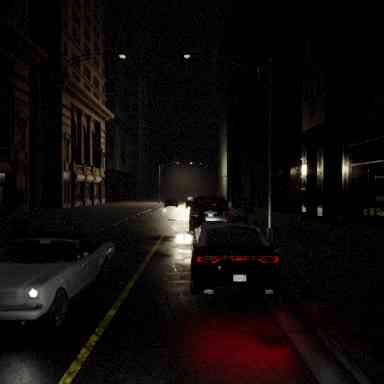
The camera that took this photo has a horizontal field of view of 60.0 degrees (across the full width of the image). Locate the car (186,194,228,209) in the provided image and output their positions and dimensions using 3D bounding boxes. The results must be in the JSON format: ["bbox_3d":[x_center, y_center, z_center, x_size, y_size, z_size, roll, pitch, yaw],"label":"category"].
[{"bbox_3d":[0.917,1.230,18.796,2.150,2.045,5.566,0,0,0],"label":"car"}]

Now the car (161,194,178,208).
[{"bbox_3d":[-2.955,1.495,47.477,1.882,1.535,5.008,0,0,0],"label":"car"}]

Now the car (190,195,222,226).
[{"bbox_3d":[0.923,1.234,24.797,2.150,2.045,5.566,0,0,0],"label":"car"}]

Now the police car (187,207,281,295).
[{"bbox_3d":[0.906,1.425,8.876,1.930,1.638,5.238,0,0,0],"label":"police car"}]

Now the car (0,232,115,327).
[{"bbox_3d":[-3.096,1.600,7.120,1.895,1.301,4.718,0,0,0],"label":"car"}]

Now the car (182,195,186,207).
[{"bbox_3d":[0.057,1.509,46.180,2.128,1.511,4.902,0,0,0],"label":"car"}]

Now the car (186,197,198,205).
[{"bbox_3d":[0.058,1.564,59.869,2.033,1.411,5.357,0,0,0],"label":"car"}]
